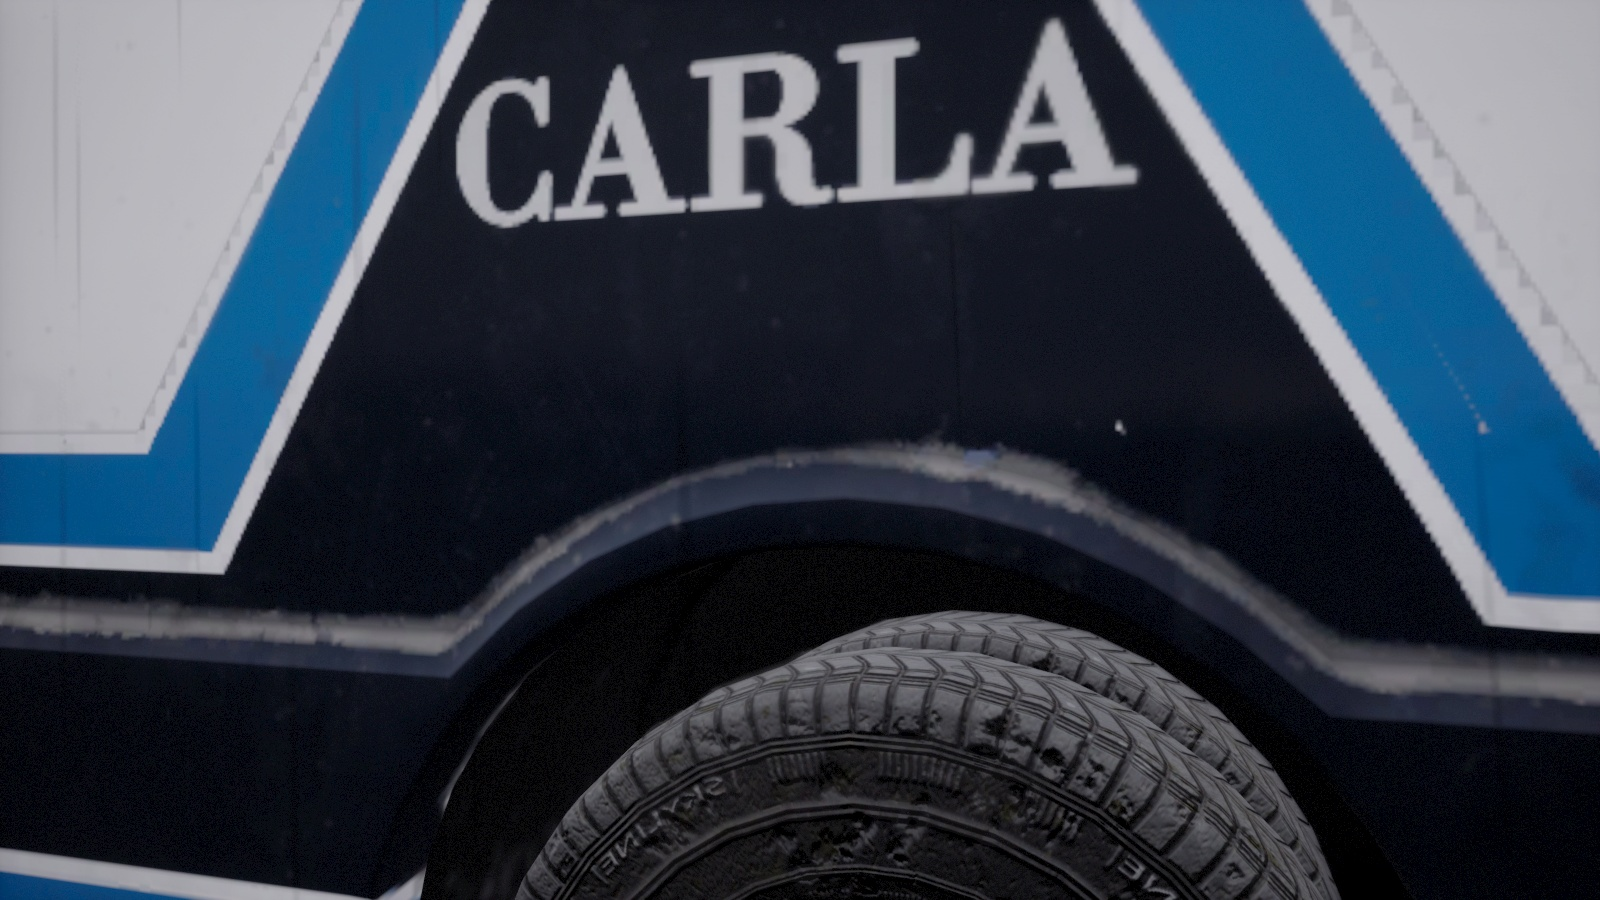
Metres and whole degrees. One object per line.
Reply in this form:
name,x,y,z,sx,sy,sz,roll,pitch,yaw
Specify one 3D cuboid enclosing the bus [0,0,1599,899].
bus,3.055,-0.573,2.145,10.273,4.253,3.944,1,1,19
